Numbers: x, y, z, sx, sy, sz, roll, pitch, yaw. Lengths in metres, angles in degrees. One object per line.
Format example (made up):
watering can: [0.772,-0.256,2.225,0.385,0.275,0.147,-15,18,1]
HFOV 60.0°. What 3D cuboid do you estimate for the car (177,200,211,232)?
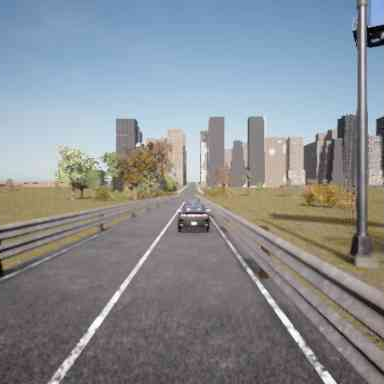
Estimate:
car: [0.108,1.476,20.185,2.128,1.511,4.902,0,0,0]
